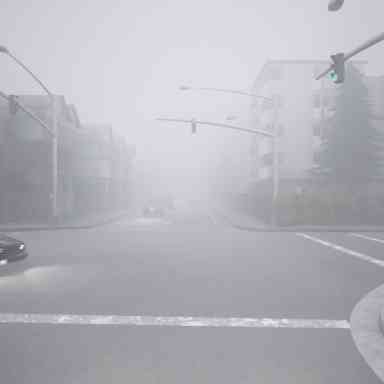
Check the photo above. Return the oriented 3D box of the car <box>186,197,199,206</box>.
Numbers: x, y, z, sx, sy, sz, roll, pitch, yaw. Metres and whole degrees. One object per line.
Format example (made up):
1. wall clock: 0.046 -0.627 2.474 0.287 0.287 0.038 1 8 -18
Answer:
1. car: -0.001 1.526 55.234 1.812 1.442 4.674 0 0 -3

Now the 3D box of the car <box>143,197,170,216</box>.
1. car: -3.584 1.491 32.343 2.128 1.511 4.902 0 0 0

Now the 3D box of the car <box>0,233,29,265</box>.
1. car: -7.356 1.393 9.565 5.357 1.411 2.033 1 0 21

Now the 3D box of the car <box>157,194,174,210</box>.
1. car: -3.560 1.221 42.919 2.150 2.045 5.566 0 0 0
